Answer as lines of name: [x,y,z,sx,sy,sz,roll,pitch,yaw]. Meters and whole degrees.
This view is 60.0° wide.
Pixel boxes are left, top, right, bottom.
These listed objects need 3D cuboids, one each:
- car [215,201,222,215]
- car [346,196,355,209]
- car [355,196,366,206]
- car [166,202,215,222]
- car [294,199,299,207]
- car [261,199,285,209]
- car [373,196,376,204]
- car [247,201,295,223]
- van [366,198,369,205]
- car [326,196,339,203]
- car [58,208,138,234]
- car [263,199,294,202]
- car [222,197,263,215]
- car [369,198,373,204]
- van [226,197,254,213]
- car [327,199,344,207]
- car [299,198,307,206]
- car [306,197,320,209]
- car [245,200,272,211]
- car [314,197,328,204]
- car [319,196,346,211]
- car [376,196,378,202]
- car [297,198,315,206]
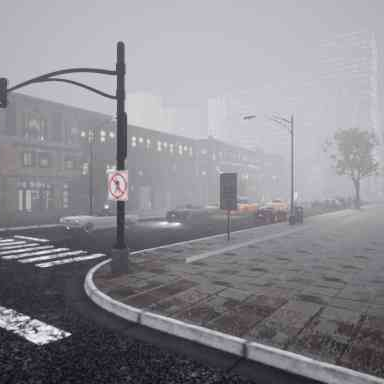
car: [2.676,1.674,36.283,1.752,1.417,4.829,0,0,35]
car: [22.337,1.581,49.694,2.192,1.841,5.009,0,-1,35]
car: [28.690,1.642,58.738,2.192,1.841,5.009,0,-1,35]
car: [-0.293,1.672,27.530,1.994,1.385,4.181,0,0,36]
car: [15.480,1.816,54.509,2.008,1.369,4.403,0,-1,35]
car: [12.205,1.759,49.848,1.752,1.417,4.829,0,-1,35]
car: [38.318,1.948,72.440,1.752,1.417,4.829,0,-1,35]
car: [6.499,1.670,27.055,1.887,1.381,4.507,0,0,35]
van: [31.867,1.699,63.259,1.690,1.788,3.998,0,-1,35]
car: [34.538,1.894,81.640,1.967,1.590,4.097,0,-1,35]
car: [-5.544,1.668,20.071,1.895,1.301,4.718,0,0,35]
car: [11.386,1.684,44.094,1.882,1.535,5.008,0,0,36]
car: [5.515,1.508,35.794,2.097,1.767,4.553,0,0,35]
car: [35.043,1.972,67.778,1.802,1.307,4.206,0,-1,35]
van: [5.950,1.518,40.945,1.690,1.788,3.998,0,0,35]
car: [25.097,1.913,58.118,1.895,1.301,4.718,0,0,35]
car: [18.656,1.846,59.031,2.008,1.369,4.403,0,-1,35]
car: [19.309,1.749,49.879,2.128,1.511,4.902,0,0,35]
car: [9.127,1.756,45.466,2.008,1.369,4.403,0,0,35]
car: [28.185,1.828,72.596,1.967,1.590,4.097,0,-1,35]
car: [19.161,1.676,45.172,1.967,1.590,4.097,0,-1,35]
car: [41.396,2.037,76.822,1.802,1.307,4.206,0,-1,35]
car: [21.833,1.876,63.553,2.008,1.369,4.403,0,-1,35]
